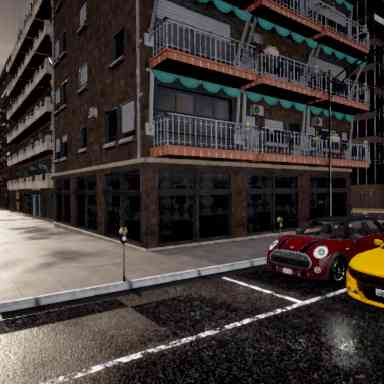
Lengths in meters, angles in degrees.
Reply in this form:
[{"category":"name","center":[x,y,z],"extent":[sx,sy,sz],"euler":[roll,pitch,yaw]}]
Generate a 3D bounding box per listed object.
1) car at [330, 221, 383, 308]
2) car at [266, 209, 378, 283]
[{"category":"car","center":[5.318,1.476,7.172],"extent":[5.008,1.535,1.882],"euler":[0,0,-35]},{"category":"car","center":[3.987,1.438,9.431],"extent":[4.097,1.590,1.967],"euler":[0,-1,-36]}]
